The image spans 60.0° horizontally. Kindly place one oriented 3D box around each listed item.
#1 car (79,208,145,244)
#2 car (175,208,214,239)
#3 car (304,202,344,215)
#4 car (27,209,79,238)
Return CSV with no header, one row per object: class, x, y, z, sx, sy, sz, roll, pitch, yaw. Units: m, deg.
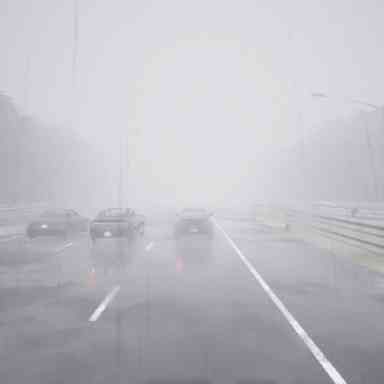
car,-3.400,1.496,15.863,2.128,1.511,4.902,0,0,0
car,0.102,1.531,17.095,1.812,1.442,4.674,0,0,0
car,11.875,1.623,30.359,1.812,1.442,4.674,0,0,-13
car,-6.900,1.569,17.573,1.994,1.385,4.181,0,0,0
